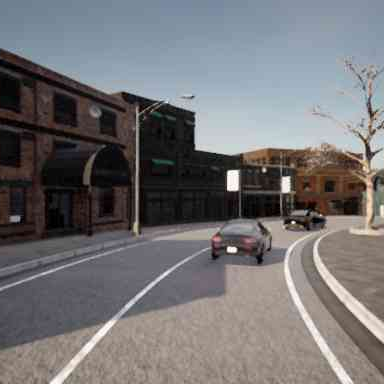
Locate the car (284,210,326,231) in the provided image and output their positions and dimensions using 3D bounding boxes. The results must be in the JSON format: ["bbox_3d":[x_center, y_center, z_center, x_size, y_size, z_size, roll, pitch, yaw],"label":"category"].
[{"bbox_3d":[8.913,2.126,26.074,1.882,1.535,5.008,0,-1,39],"label":"car"}]

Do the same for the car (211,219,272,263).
[{"bbox_3d":[2.056,1.792,13.178,1.812,1.442,4.674,0,-1,19],"label":"car"}]
